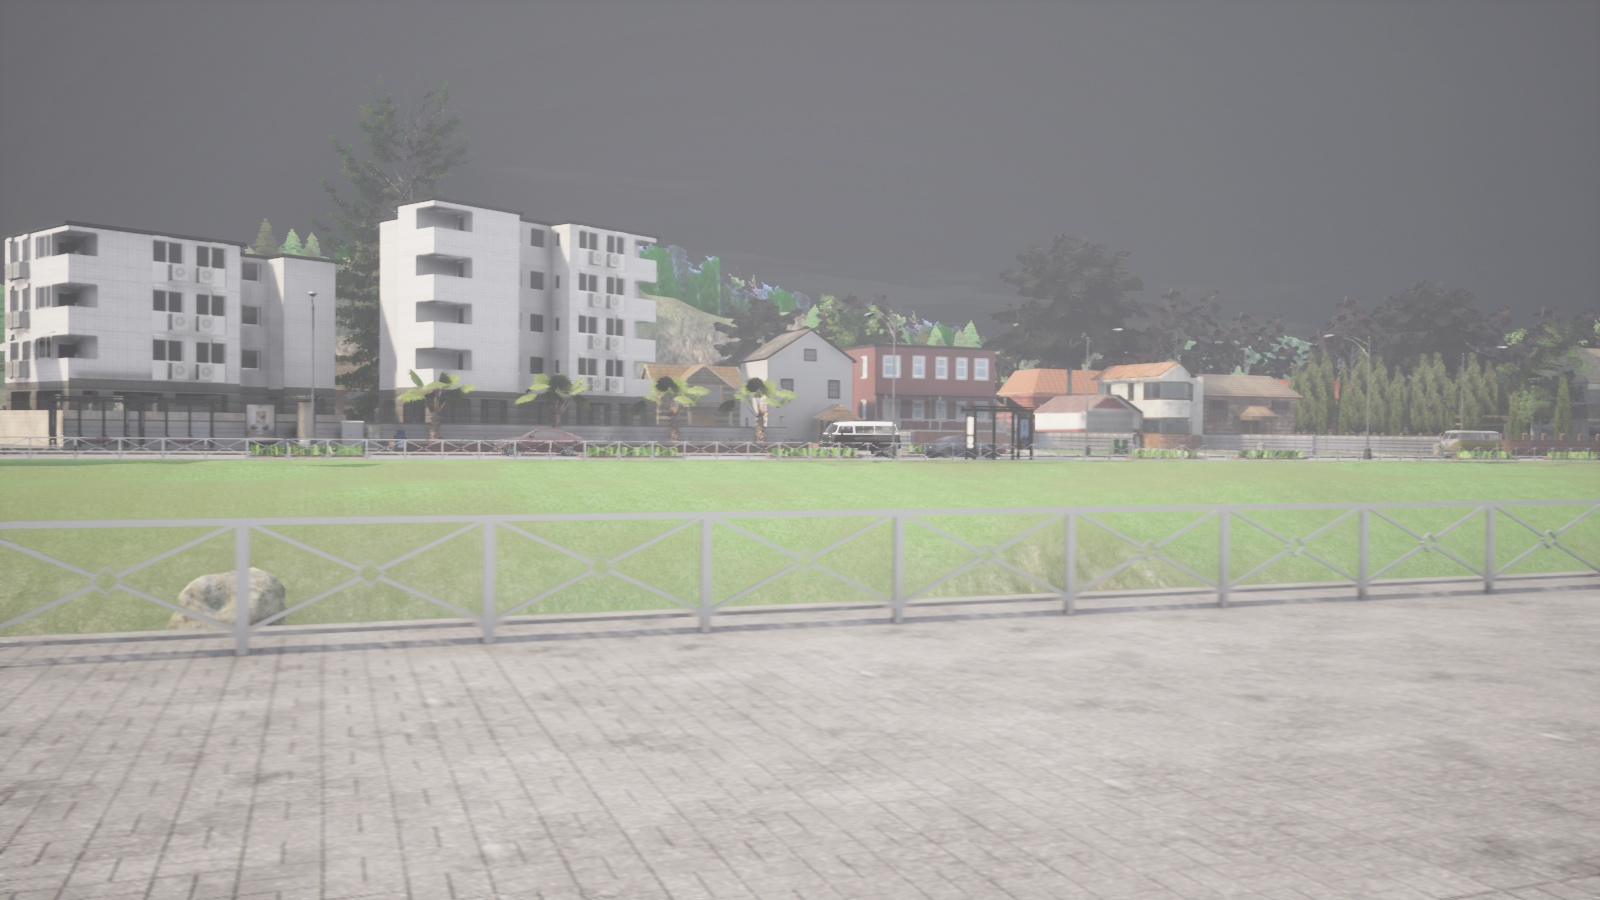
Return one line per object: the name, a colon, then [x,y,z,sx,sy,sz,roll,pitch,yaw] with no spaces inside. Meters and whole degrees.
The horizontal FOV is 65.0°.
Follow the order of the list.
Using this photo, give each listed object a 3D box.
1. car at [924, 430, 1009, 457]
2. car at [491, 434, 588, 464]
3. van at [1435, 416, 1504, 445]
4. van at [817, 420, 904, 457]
car: [9.156,-0.359,68.979,4.181,1.385,1.994,-1,1,-21]
car: [-13.425,-0.084,64.690,4.674,1.442,1.812,-1,1,-21]
van: [46.653,-1.377,87.480,4.442,1.987,1.775,-1,1,-21]
van: [3.427,-0.672,71.080,4.480,2.038,2.069,-1,1,-21]
